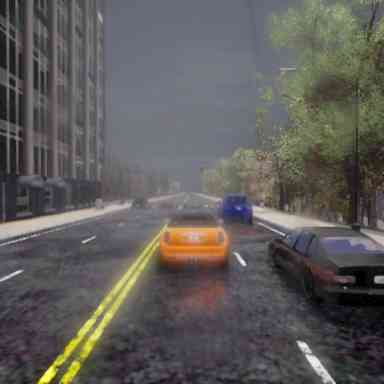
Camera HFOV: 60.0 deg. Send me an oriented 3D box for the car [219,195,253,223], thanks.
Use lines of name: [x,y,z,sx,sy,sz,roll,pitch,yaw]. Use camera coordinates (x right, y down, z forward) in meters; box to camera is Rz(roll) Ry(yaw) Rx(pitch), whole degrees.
car: [3.306,1.244,25.757,2.150,2.045,5.566,0,0,0]

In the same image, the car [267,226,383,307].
car: [3.291,1.554,8.226,2.033,1.411,5.357,0,0,0]

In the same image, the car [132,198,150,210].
car: [-6.586,1.541,43.202,1.837,1.490,4.892,0,-1,0]

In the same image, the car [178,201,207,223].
car: [0.061,1.513,26.860,2.128,1.511,4.902,0,0,0]

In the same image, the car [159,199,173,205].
car: [-3.327,1.636,44.691,1.895,1.301,4.718,0,0,0]

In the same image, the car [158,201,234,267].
car: [0.064,1.360,11.614,2.097,1.767,4.553,0,0,0]
